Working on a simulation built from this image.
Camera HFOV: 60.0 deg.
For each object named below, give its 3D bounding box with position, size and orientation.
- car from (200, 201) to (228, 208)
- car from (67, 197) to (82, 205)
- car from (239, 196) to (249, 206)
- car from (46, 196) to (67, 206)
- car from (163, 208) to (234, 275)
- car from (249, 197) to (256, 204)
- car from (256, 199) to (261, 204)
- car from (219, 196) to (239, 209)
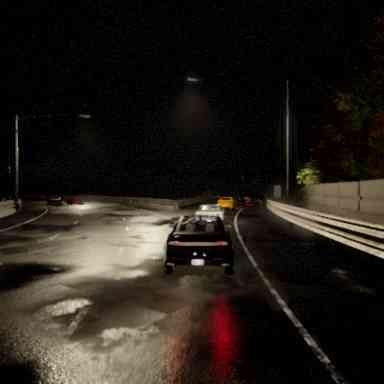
[{"bbox_3d":[1.387,1.529,23.587,1.895,1.301,4.718,0,0,7],"label":"car"},{"bbox_3d":[-19.767,1.435,55.744,1.994,1.385,4.181,0,0,-31],"label":"car"},{"bbox_3d":[7.278,1.337,52.030,2.128,1.511,4.902,0,0,15],"label":"car"},{"bbox_3d":[-21.428,1.377,51.732,2.128,1.511,4.902,0,0,-30],"label":"car"},{"bbox_3d":[0.260,1.460,10.391,2.128,1.511,4.902,0,0,3],"label":"car"},{"bbox_3d":[10.456,1.604,63.343,1.895,1.301,4.718,0,-1,15],"label":"car"},{"bbox_3d":[16.508,2.490,84.937,1.882,1.535,5.008,0,-4,17],"label":"car"},{"bbox_3d":[4.295,1.351,40.308,1.882,1.535,5.008,0,0,12],"label":"car"}]
